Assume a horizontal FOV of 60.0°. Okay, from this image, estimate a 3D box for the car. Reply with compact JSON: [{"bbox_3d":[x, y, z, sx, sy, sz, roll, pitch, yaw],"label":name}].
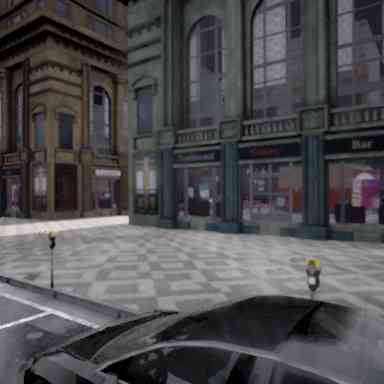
[{"bbox_3d":[0.443,1.573,2.643,4.313,1.339,1.947,0,0,35],"label":"car"}]
